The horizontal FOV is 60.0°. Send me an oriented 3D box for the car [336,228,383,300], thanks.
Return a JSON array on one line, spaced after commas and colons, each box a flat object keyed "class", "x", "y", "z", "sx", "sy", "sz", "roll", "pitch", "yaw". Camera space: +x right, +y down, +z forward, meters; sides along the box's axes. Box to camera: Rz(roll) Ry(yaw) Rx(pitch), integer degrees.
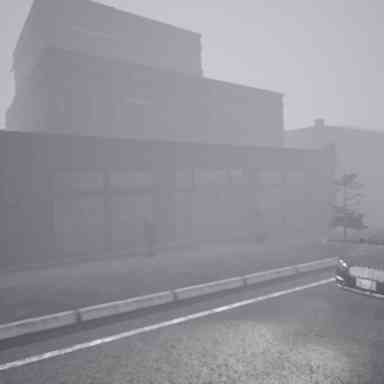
[{"class": "car", "x": 5.302, "y": 1.490, "z": 7.738, "sx": 4.902, "sy": 1.511, "sz": 2.128, "roll": 0, "pitch": 0, "yaw": -35}]
